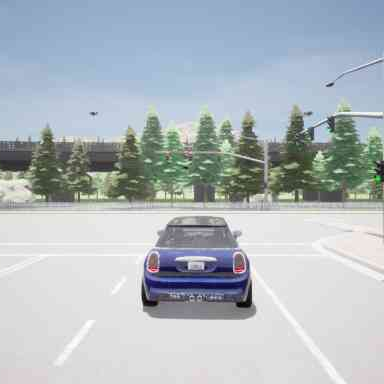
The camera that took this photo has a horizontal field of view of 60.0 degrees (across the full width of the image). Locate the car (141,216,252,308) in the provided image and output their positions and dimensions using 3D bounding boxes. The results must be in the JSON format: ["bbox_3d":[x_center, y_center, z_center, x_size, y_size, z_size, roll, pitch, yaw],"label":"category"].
[{"bbox_3d":[0.167,1.352,8.127,2.097,1.767,4.553,0,0,3],"label":"car"}]
